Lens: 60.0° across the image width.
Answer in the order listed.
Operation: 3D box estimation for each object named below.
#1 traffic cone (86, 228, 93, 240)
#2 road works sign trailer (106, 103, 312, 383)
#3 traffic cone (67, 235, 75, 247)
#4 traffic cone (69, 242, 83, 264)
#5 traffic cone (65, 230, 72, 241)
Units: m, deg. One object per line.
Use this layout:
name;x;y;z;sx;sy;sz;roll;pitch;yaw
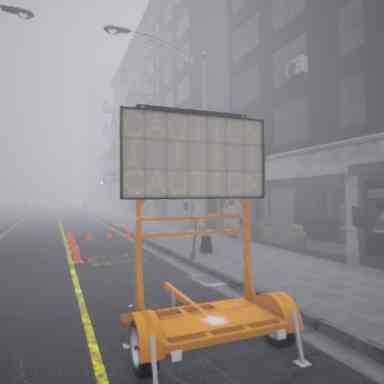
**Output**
traffic cone;-5.272;2.149;17.153;0.340;0.580;0.340;0;-1;-23
road works sign trailer;0.003;0.512;5.288;2.380;3.560;2.880;0;-1;-23
traffic cone;-4.646;2.105;13.078;0.340;0.580;0.340;0;-1;-23
traffic cone;-3.871;2.083;11.235;0.340;0.580;0.340;0;-1;-23
traffic cone;-5.420;2.128;14.922;0.340;0.580;0.340;0;-1;-23
